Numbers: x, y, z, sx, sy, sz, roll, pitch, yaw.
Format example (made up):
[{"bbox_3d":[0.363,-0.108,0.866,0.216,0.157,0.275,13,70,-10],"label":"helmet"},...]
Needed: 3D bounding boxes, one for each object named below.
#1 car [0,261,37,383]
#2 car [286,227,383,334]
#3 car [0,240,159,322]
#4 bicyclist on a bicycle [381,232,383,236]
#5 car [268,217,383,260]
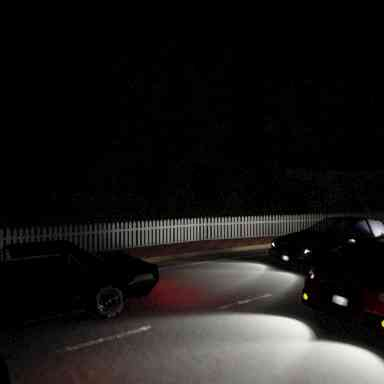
[{"bbox_3d":[-3.516,1.492,1.359,4.902,1.511,2.128,0,0,-35],"label":"car"},{"bbox_3d":[4.099,1.564,6.346,4.181,1.385,1.994,0,0,-30],"label":"car"},{"bbox_3d":[-3.071,1.601,5.871,4.718,1.301,1.895,0,0,-34],"label":"car"},{"bbox_3d":[6.259,1.496,9.953,0.582,1.620,1.656,0,3,-27],"label":"bicyclist on a bicycle"},{"bbox_3d":[5.128,1.543,10.955,5.357,1.411,2.033,0,0,-26],"label":"car"}]
